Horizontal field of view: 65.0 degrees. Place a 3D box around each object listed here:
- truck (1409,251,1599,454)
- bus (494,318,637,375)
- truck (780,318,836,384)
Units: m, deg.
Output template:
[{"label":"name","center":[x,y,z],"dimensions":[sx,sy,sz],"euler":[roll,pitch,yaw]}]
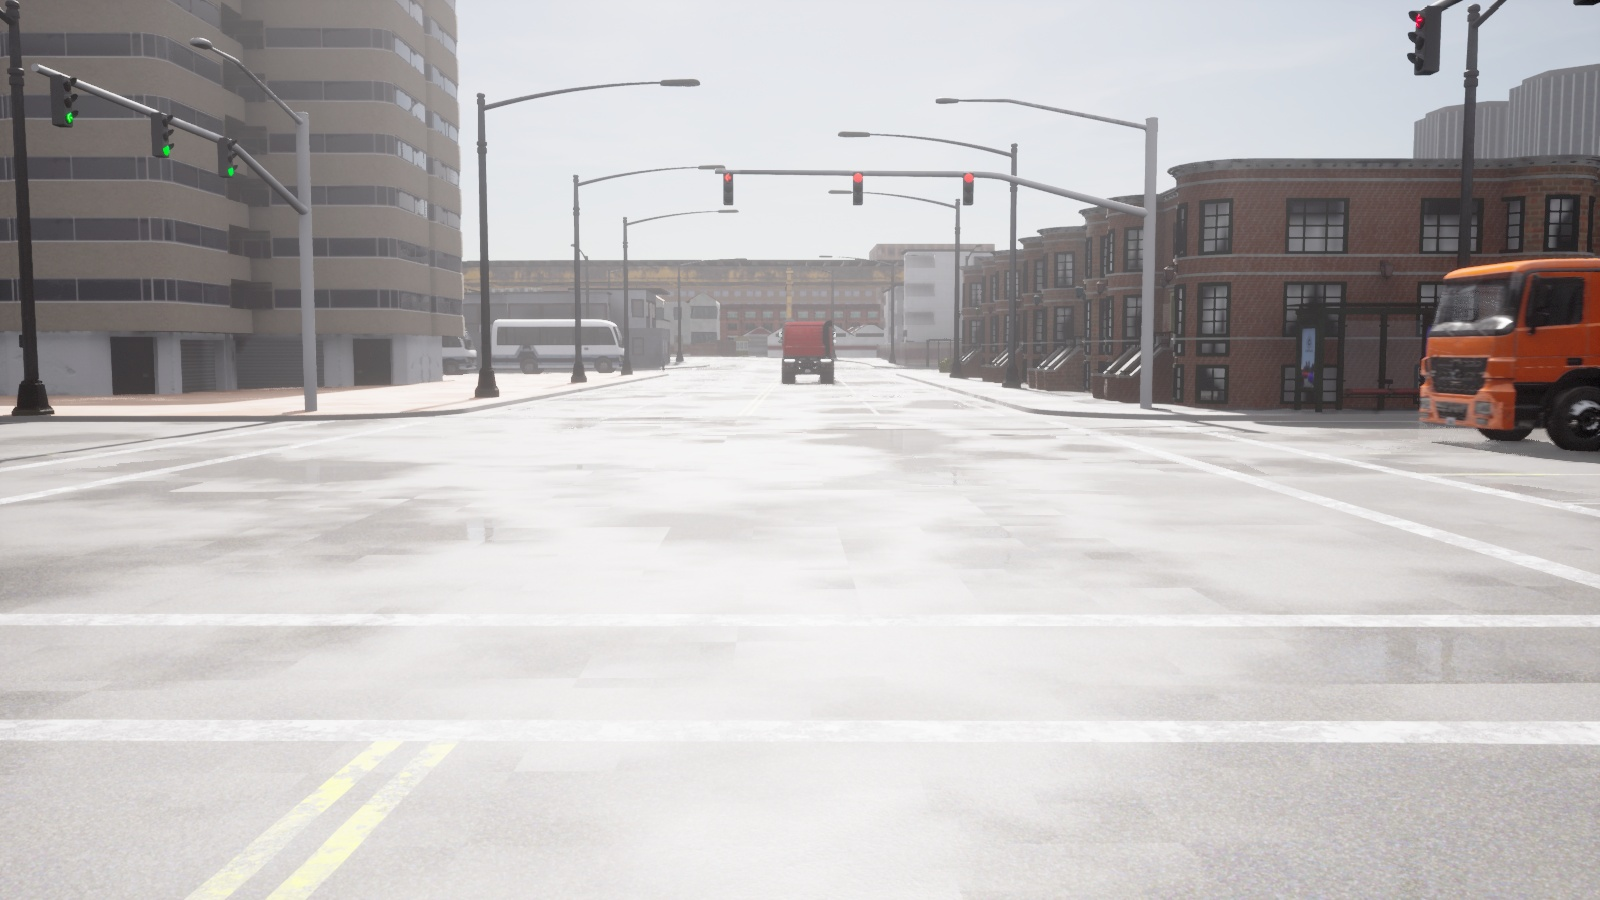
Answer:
[{"label":"truck","center":[15.852,-1.769,22.934],"dimensions":[7.936,3.462,2.891],"euler":[0,5,1]},{"label":"bus","center":[-17.946,-7.936,96.678],"dimensions":[10.273,4.253,3.944],"euler":[0,5,-1]},{"label":"truck","center":[0.429,-5.458,69.228],"dimensions":[2.891,3.462,7.936],"euler":[0,5,0]}]
